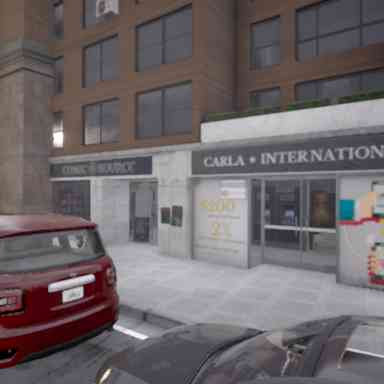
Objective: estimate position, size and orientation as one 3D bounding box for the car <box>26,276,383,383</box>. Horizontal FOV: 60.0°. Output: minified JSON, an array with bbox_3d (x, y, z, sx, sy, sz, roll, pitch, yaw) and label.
[{"bbox_3d":[1.137,1.548,2.045,4.403,1.369,2.008,1,0,36],"label":"car"}]

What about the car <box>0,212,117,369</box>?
[{"bbox_3d":[-3.313,1.229,5.238,5.009,1.841,2.192,1,0,36],"label":"car"}]
